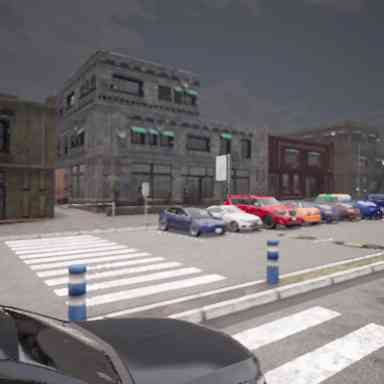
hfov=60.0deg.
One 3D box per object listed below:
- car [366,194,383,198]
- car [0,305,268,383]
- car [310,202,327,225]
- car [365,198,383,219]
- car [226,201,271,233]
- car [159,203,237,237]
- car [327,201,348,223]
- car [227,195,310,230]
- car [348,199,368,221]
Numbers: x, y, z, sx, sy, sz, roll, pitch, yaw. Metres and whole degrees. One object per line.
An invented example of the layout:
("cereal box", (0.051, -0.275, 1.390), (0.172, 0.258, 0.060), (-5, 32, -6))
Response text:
("car", (20.060, 1.213, 33.171), (2.435, 2.045, 5.566), (0, 0, -36))
("car", (-1.477, 1.525, 2.078), (4.674, 1.442, 1.812), (0, 0, -36))
("car", (6.651, 1.368, 23.480), (2.185, 1.767, 4.553), (0, 0, -36))
("car", (13.342, 1.475, 28.345), (2.097, 1.535, 5.008), (0, 0, -36))
("car", (2.160, 1.543, 20.277), (2.002, 1.452, 4.674), (0, 0, -36))
("car", (-0.057, 1.537, 18.637), (2.163, 1.488, 4.792), (0, 0, -36))
("car", (8.764, 1.527, 25.042), (2.002, 1.452, 4.674), (0, 0, -36))
("car", (4.414, 1.247, 21.868), (2.435, 2.045, 5.566), (0, 0, -36))
("car", (11.105, 1.521, 26.733), (2.002, 1.452, 4.674), (0, 0, -36))
